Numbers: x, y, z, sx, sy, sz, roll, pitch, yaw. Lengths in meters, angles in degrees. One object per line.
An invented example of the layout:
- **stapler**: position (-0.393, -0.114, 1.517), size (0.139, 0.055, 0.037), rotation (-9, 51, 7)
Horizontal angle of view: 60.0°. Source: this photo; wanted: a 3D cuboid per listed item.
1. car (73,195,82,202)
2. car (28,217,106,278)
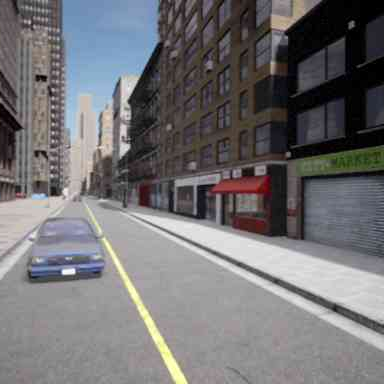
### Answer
- **car**: position (-25.953, 1.496, 75.349), size (1.882, 1.535, 5.008), rotation (1, -1, -19)
- **car**: position (-3.937, 1.510, 10.419), size (2.033, 1.411, 5.357), rotation (1, 0, -22)
